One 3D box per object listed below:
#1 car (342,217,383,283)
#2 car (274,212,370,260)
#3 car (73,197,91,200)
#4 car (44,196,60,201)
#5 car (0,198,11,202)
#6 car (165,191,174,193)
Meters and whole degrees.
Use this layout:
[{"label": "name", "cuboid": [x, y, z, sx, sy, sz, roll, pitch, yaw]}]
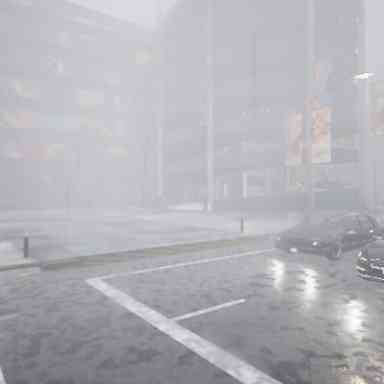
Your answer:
[{"label": "car", "cuboid": [6.072, 1.430, 8.446, 4.892, 1.490, 1.837, -1, 0, -36]}, {"label": "car", "cuboid": [5.417, 1.464, 12.282, 5.357, 1.411, 2.033, -1, 0, -36]}, {"label": "car", "cuboid": [-19.023, 1.410, 57.254, 1.895, 1.301, 4.718, -1, 0, -36]}, {"label": "car", "cuboid": [-18.069, 1.309, 43.330, 2.002, 1.452, 4.674, -1, 0, -36]}, {"label": "car", "cuboid": [-28.614, 1.457, 50.715, 2.161, 1.482, 4.786, -1, 0, -36]}, {"label": "car", "cuboid": [-4.619, 0.823, 68.885, 2.435, 2.045, 5.566, -1, 0, -36]}]
